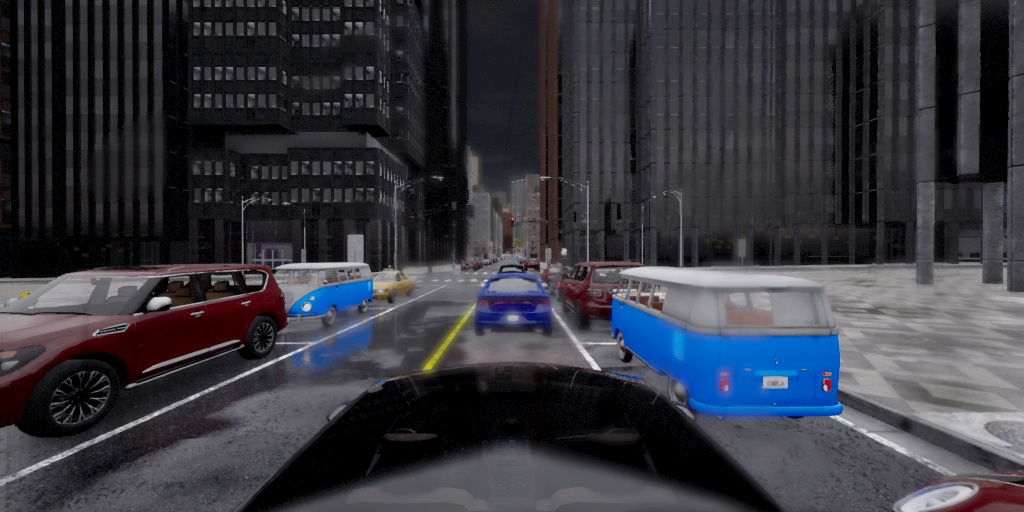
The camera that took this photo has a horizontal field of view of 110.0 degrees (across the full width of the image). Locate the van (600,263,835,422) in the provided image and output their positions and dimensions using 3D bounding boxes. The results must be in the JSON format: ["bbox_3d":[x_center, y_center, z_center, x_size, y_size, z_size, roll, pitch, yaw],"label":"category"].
[{"bbox_3d":[2.767,1.091,5.612,1.690,1.789,3.998,0,0,0],"label":"van"}]

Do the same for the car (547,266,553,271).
[{"bbox_3d":[2.764,1.301,16.663,2.007,1.370,4.403,0,0,0],"label":"car"}]

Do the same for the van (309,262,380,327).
[{"bbox_3d":[-5.764,1.091,11.151,1.690,1.789,3.998,0,0,0],"label":"van"}]

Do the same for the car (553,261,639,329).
[{"bbox_3d":[2.766,1.065,11.138,2.192,1.841,5.009,0,0,0],"label":"car"}]

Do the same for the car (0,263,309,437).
[{"bbox_3d":[-5.765,1.064,5.626,2.192,1.841,5.009,0,0,0],"label":"car"}]

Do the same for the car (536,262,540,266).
[{"bbox_3d":[2.763,1.297,22.189,1.888,1.381,4.507,0,0,0],"label":"car"}]

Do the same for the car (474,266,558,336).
[{"bbox_3d":[0.059,1.228,10.426,1.882,1.535,5.008,0,0,1],"label":"car"}]

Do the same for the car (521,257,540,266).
[{"bbox_3d":[2.763,1.085,49.229,2.192,1.841,5.009,0,0,0],"label":"car"}]

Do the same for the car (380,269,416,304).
[{"bbox_3d":[-5.763,1.276,16.505,1.751,1.417,4.829,0,0,0],"label":"car"}]

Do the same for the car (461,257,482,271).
[{"bbox_3d":[-5.762,1.085,49.239,2.192,1.841,5.009,0,0,0],"label":"car"}]

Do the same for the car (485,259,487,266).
[{"bbox_3d":[-5.762,1.348,60.525,1.948,1.339,4.313,0,0,0],"label":"car"}]

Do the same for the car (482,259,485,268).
[{"bbox_3d":[-5.762,1.090,54.882,2.192,1.841,5.009,0,0,0],"label":"car"}]

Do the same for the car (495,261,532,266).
[{"bbox_3d":[0.001,1.257,20.797,1.837,1.490,4.892,0,0,0],"label":"car"}]
